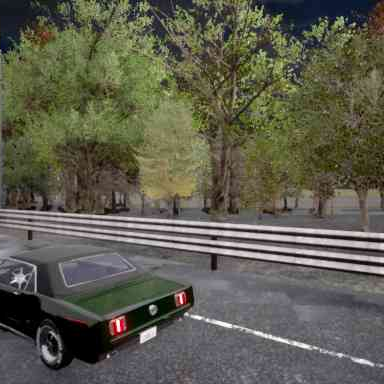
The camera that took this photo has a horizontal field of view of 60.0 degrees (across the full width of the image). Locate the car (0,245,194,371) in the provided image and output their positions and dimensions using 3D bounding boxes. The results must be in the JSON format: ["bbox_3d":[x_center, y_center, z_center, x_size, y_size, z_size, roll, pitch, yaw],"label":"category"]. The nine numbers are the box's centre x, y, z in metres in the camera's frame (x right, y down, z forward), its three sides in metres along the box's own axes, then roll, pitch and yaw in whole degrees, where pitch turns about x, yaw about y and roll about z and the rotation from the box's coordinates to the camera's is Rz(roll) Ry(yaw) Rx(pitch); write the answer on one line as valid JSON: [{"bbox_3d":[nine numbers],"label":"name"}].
[{"bbox_3d":[-2.375,1.600,5.704,4.718,1.301,1.895,0,0,36],"label":"car"}]
